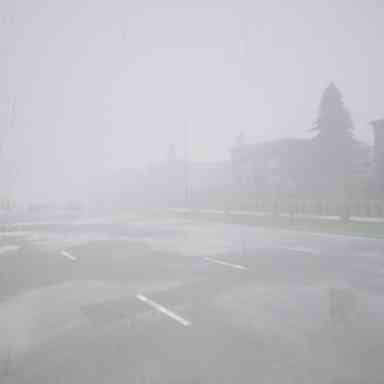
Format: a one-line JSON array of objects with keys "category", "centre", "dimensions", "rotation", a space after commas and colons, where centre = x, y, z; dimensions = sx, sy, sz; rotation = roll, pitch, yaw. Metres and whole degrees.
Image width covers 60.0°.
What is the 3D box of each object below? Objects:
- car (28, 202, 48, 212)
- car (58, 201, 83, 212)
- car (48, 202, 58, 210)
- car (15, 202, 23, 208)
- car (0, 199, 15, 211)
[{"category": "car", "centre": [-23.416, 2.224, 49.981], "dimensions": [1.812, 1.442, 4.674], "rotation": [-2, 0, -34]}, {"category": "car", "centre": [-16.743, 1.988, 46.477], "dimensions": [2.128, 1.511, 4.902], "rotation": [-2, 0, -34]}, {"category": "car", "centre": [-24.115, 2.320, 57.498], "dimensions": [1.895, 1.301, 4.718], "rotation": [-2, 0, -34]}, {"category": "car", "centre": [-37.403, 2.712, 70.885], "dimensions": [1.895, 1.301, 4.718], "rotation": [-2, 0, -34]}, {"category": "car", "centre": [-31.113, 2.407, 55.189], "dimensions": [1.882, 1.535, 5.008], "rotation": [-2, 0, -34]}]
